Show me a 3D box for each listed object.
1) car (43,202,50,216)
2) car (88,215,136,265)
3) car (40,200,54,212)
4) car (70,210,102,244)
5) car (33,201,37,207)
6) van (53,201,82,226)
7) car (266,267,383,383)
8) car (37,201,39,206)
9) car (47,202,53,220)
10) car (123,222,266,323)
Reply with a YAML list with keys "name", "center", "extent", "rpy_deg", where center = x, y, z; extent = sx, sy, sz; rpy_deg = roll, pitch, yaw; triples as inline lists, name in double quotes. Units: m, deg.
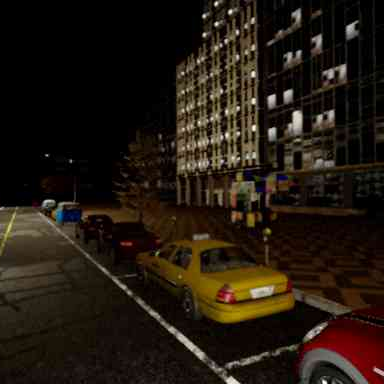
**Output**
- name: "car"
  center: [-14.969, 2.119, 36.740]
  extent: [1.947, 1.339, 4.313]
  rpy_deg: [-1, 0, -27]
- name: "car"
  center: [-2.370, 1.732, 12.149]
  extent: [1.802, 1.307, 4.206]
  rpy_deg: [-1, 0, -27]
- name: "car"
  center: [-17.490, 2.077, 41.658]
  extent: [1.967, 1.590, 4.097]
  rpy_deg: [-1, 0, -27]
- name: "car"
  center: [-4.889, 1.811, 17.067]
  extent: [1.802, 1.307, 4.206]
  rpy_deg: [-1, 0, -27]
- name: "car"
  center: [-37.647, 2.868, 81.003]
  extent: [1.887, 1.381, 4.507]
  rpy_deg: [-1, -1, -27]
- name: "van"
  center: [-9.933, 1.731, 26.905]
  extent: [1.690, 1.788, 3.998]
  rpy_deg: [-1, 0, -27]
- name: "car"
  center: [2.668, 1.432, 2.313]
  extent: [1.967, 1.590, 4.097]
  rpy_deg: [-1, 0, -27]
- name: "car"
  center: [-22.606, 2.333, 51.645]
  extent: [1.752, 1.417, 4.829]
  rpy_deg: [-1, 0, -27]
- name: "car"
  center: [-12.526, 1.999, 31.972]
  extent: [1.752, 1.417, 4.829]
  rpy_deg: [-1, 0, -27]
- name: "car"
  center: [0.072, 1.599, 7.382]
  extent: [1.752, 1.417, 4.829]
  rpy_deg: [-1, 0, -27]
